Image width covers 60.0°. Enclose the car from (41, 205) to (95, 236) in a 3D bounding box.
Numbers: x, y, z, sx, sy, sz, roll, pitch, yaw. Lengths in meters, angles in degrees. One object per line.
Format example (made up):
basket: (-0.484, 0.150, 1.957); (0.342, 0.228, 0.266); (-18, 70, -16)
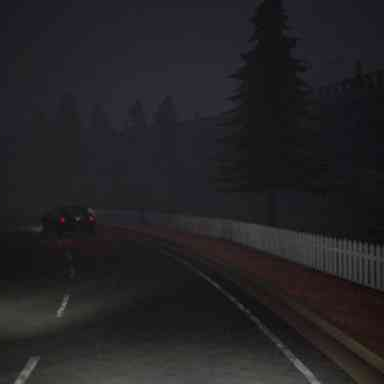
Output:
car: (-7.562, 1.544, 20.061); (2.097, 1.767, 4.553); (0, 0, -36)
